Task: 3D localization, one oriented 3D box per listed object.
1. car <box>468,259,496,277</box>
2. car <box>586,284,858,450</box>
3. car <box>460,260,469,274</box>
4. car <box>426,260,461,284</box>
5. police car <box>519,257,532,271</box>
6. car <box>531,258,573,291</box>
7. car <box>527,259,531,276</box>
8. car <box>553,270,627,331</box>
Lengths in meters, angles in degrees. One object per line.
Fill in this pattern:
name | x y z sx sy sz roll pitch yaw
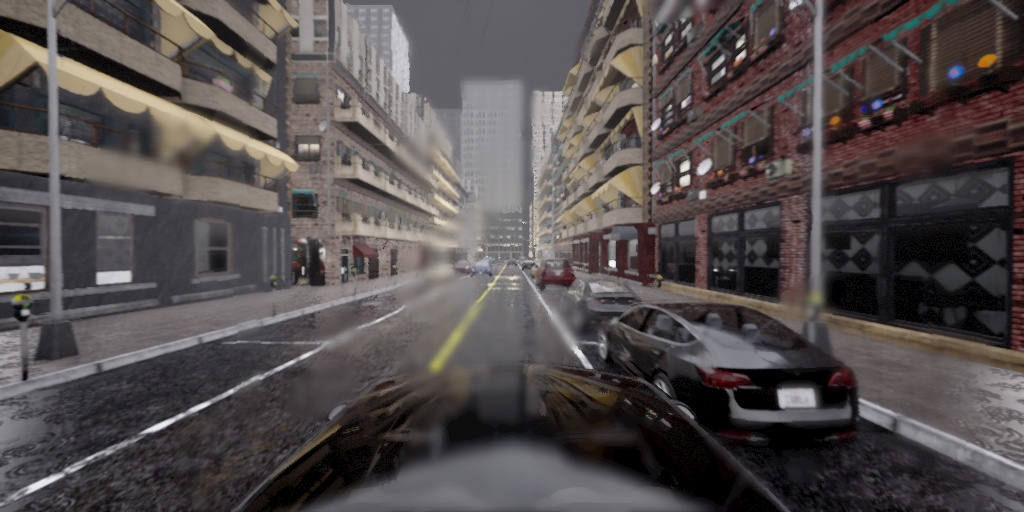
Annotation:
car | -2.830 1.257 34.870 1.812 1.442 4.674 0 0 0
car | 2.566 1.314 5.292 1.948 1.339 4.313 0 0 0
car | -5.301 1.169 38.569 1.967 1.591 4.097 0 0 0
car | -5.305 1.261 27.301 1.751 1.417 4.829 0 0 0
police car | 2.261 1.147 48.487 1.930 1.638 5.238 0 0 0
car | 2.573 1.053 21.939 2.192 1.841 5.009 0 0 0
car | 2.578 1.257 33.207 1.751 1.417 4.829 0 0 0
car | 2.568 1.295 10.841 2.007 1.370 4.403 0 0 0
